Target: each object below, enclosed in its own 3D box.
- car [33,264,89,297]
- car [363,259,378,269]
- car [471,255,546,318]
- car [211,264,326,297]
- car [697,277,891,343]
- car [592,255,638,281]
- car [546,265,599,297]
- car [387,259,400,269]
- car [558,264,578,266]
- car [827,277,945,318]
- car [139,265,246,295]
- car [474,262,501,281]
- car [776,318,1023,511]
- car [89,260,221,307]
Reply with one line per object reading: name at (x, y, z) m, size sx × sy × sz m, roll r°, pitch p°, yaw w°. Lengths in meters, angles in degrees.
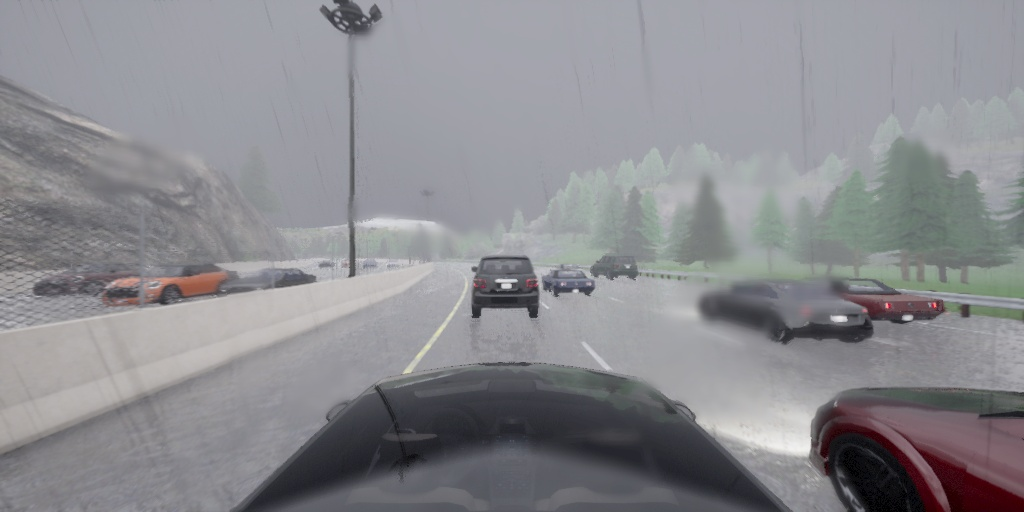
car at (-22.071, 1.127, 19.192) m, size 2.097 × 1.767 × 4.553 m, roll 0°, pitch 0°, yaw -6°
car at (-22.622, 1.236, 57.458) m, size 1.882 × 1.535 × 5.008 m, roll 0°, pitch 0°, yaw -16°
car at (-0.320, 0.967, 13.206) m, size 2.150 × 2.045 × 5.566 m, roll 0°, pitch 0°, yaw -3°
car at (-11.313, 1.307, 17.287) m, size 2.033 × 1.411 × 5.357 m, roll 0°, pitch 0°, yaw -5°
car at (6.856, 1.300, 9.595) m, size 1.994 × 1.385 × 4.181 m, roll 0°, pitch 0°, yaw -2°
car at (8.545, 0.946, 30.244) m, size 2.150 × 2.045 × 5.566 m, roll 0°, pitch 0°, yaw -8°
car at (2.778, 1.339, 18.906) m, size 1.895 × 1.301 × 4.718 m, roll 0°, pitch 0°, yaw -5°
car at (-19.340, 1.278, 58.699) m, size 1.812 × 1.442 × 4.674 m, roll 0°, pitch 0°, yaw -16°
car at (4.806, 1.330, 31.710) m, size 1.895 × 1.301 × 4.718 m, roll 0°, pitch 0°, yaw -8°
car at (10.279, 1.331, 11.636) m, size 1.895 × 1.301 × 4.718 m, roll 0°, pitch 0°, yaw -3°
car at (-18.753, 1.316, 21.505) m, size 2.033 × 1.411 × 5.357 m, roll 0°, pitch 0°, yaw -6°
car at (-2.280, 1.287, 31.913) m, size 2.033 × 1.411 × 5.357 m, roll 0°, pitch 0°, yaw -9°
car at (3.551, 1.309, 1.329) m, size 1.994 × 1.385 × 4.181 m, roll 0°, pitch 0°, yaw 0°
car at (-14.741, 1.117, 15.671) m, size 2.097 × 1.767 × 4.553 m, roll 0°, pitch 0°, yaw -5°
